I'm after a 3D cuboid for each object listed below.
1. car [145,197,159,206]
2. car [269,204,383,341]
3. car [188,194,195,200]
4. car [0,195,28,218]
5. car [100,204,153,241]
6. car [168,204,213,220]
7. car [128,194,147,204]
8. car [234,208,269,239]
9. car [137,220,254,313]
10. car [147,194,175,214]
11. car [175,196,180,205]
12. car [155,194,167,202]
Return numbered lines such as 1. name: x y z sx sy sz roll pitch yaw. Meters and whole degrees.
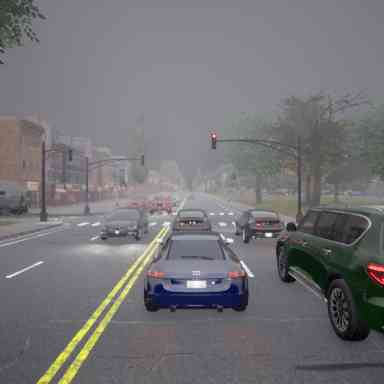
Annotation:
1. car: -6.696 1.553 55.974 1.812 1.442 4.674 0 1 0
2. car: 3.314 1.235 6.641 2.150 2.045 5.566 0 0 0
3. car: -0.167 1.304 84.399 2.128 1.511 4.902 0 0 0
4. car: -18.560 1.334 31.614 5.566 2.045 2.150 1 0 4
5. car: -3.382 1.588 17.390 1.837 1.490 4.892 0 -1 0
6. car: 0.008 1.582 16.675 1.837 1.490 4.892 0 0 1
7. car: -6.680 1.340 42.093 2.150 2.045 5.566 0 0 0
8. car: 3.262 1.581 16.503 1.837 1.490 4.892 0 0 0
9. car: 0.065 1.583 7.787 1.994 1.385 4.181 0 0 0
10. car: -3.424 1.354 37.685 2.150 2.045 5.566 0 0 0
11. car: -3.444 1.415 51.615 2.097 1.767 4.553 0 0 0
12. car: -6.640 1.249 70.885 2.097 1.767 4.553 0 1 0
